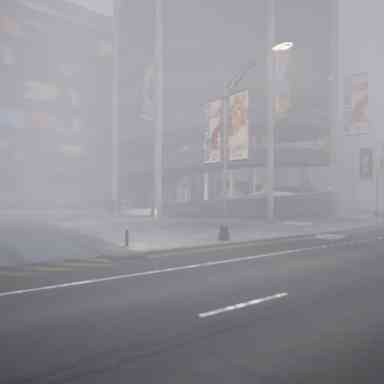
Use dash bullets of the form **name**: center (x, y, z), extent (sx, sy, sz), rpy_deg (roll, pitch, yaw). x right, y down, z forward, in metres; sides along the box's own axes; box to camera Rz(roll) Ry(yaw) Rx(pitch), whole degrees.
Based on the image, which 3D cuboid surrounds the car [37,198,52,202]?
- **car**: center (-23.687, 1.575, 53.726), extent (1.895, 1.301, 4.718), rpy_deg (1, 0, -36)

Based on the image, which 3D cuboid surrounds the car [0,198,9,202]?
- **car**: center (-22.870, 1.362, 39.794), extent (2.002, 1.452, 4.674), rpy_deg (1, 0, -36)

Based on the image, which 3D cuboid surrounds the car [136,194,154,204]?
- **car**: center (-9.160, 1.315, 65.215), extent (2.435, 2.045, 5.566), rpy_deg (1, 0, -36)
